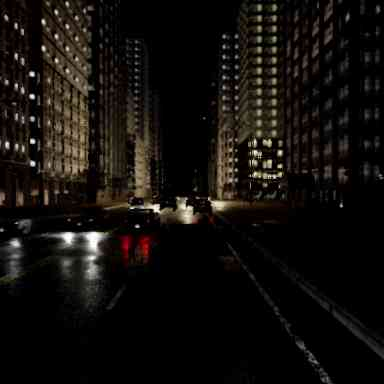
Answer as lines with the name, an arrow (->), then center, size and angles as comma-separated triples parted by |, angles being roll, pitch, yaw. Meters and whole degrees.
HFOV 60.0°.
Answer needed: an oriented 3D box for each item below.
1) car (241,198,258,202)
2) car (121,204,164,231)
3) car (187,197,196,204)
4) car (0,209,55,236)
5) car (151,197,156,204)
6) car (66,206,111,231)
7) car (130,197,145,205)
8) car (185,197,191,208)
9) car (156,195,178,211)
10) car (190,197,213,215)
car -> 15.896, 2.272, 91.816 | 4.403, 1.369, 2.008 | 1, 0, -1
car -> -3.156, 1.704, 21.449 | 1.895, 1.301, 4.718 | 0, 0, 0
car -> -0.019, 1.855, 71.825 | 1.895, 1.301, 4.718 | 0, 0, 0
car -> -9.853, 1.695, 19.467 | 1.895, 1.301, 4.718 | 0, 0, 0
car -> -6.532, 1.649, 63.081 | 2.097, 1.767, 4.553 | 0, 0, 0
car -> -6.601, 1.631, 21.791 | 1.812, 1.442, 4.674 | 0, 0, 0
car -> -9.790, 1.649, 59.853 | 2.097, 1.767, 4.553 | 0, 0, 1
car -> -0.012, 1.607, 53.076 | 2.097, 1.767, 4.553 | 0, 0, 0
car -> -3.163, 1.441, 45.461 | 2.150, 2.045, 5.566 | 0, 0, 0
car -> 1.127, 1.526, 36.289 | 2.097, 1.767, 4.553 | 0, 0, 0
